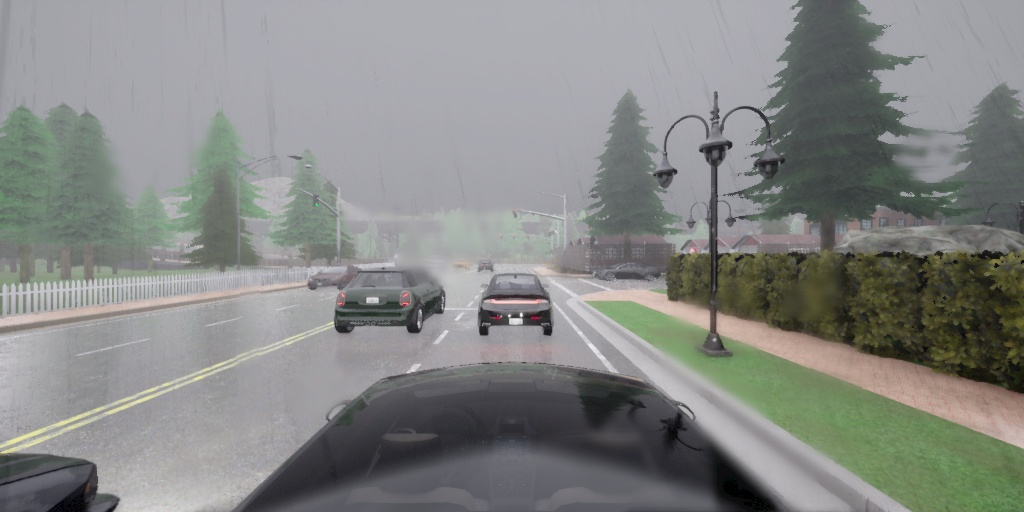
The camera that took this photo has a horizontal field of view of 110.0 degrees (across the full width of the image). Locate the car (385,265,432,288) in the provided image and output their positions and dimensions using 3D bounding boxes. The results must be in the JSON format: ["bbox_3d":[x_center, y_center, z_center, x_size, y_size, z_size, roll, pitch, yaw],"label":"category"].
[{"bbox_3d":[-7.052,1.351,24.977,1.895,1.301,4.718,0,0,0],"label":"car"}]

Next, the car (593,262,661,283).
[{"bbox_3d":[8.683,1.203,27.204,4.902,1.511,2.128,0,0,0],"label":"car"}]

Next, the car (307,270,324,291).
[{"bbox_3d":[-10.545,1.275,21.987,1.812,1.442,4.674,0,0,0],"label":"car"}]

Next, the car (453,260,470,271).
[{"bbox_3d":[-6.929,1.227,49.748,1.882,1.535,5.008,0,0,1],"label":"car"}]

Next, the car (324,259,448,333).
[{"bbox_3d":[-3.395,1.102,10.876,2.097,1.767,4.553,0,0,0],"label":"car"}]

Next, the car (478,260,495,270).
[{"bbox_3d":[-3.308,1.255,46.003,1.837,1.490,4.892,0,0,0],"label":"car"}]

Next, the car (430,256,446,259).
[{"bbox_3d":[-10.426,0.973,49.928,2.150,2.045,5.566,0,0,1],"label":"car"}]

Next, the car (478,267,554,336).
[{"bbox_3d":[0.101,1.242,10.394,2.128,1.511,4.902,0,0,0],"label":"car"}]
